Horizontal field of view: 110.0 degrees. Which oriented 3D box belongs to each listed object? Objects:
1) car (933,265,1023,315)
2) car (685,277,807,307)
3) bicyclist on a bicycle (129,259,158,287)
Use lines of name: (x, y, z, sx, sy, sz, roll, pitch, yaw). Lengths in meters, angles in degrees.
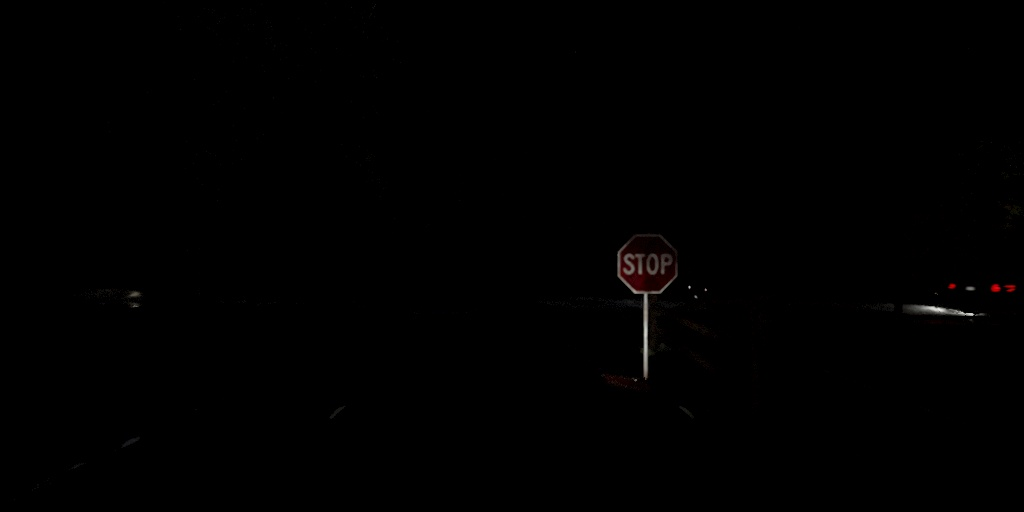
car: (20.446, 1.390, 13.759, 5.566, 2.045, 2.150, 1, 0, 3)
car: (10.837, 1.641, 16.864, 4.718, 1.301, 1.895, 1, 0, -1)
bicyclist on a bicycle: (-22.003, 1.020, 21.434, 0.582, 1.620, 1.656, 1, 0, 2)
